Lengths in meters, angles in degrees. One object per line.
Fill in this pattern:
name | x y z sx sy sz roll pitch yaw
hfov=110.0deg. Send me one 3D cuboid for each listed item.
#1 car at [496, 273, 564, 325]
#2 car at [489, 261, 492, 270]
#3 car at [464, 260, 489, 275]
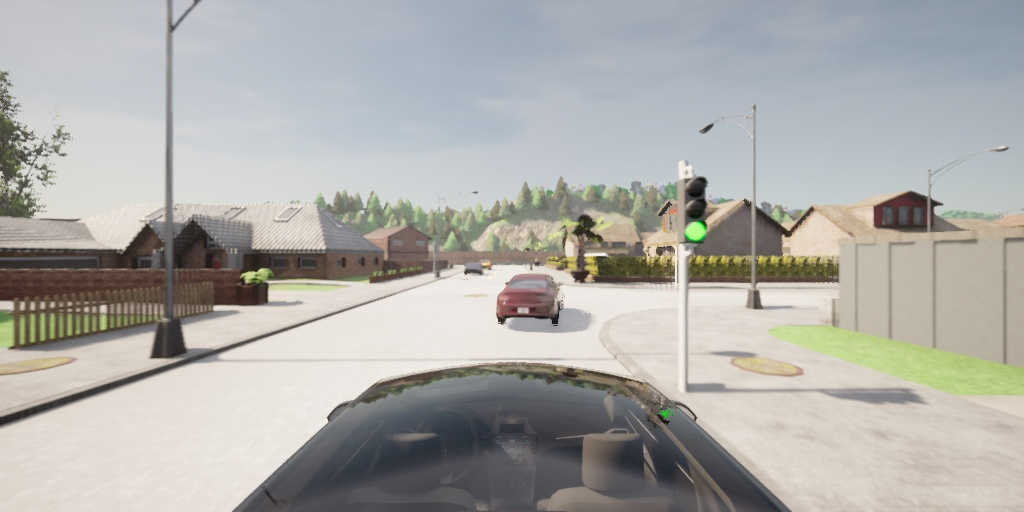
car | 0.712 1.286 11.853 1.812 1.442 4.674 0 0 10
car | -4.044 1.279 52.768 1.882 1.535 5.008 0 0 1
car | -4.071 1.335 39.250 2.033 1.411 5.357 0 0 0
